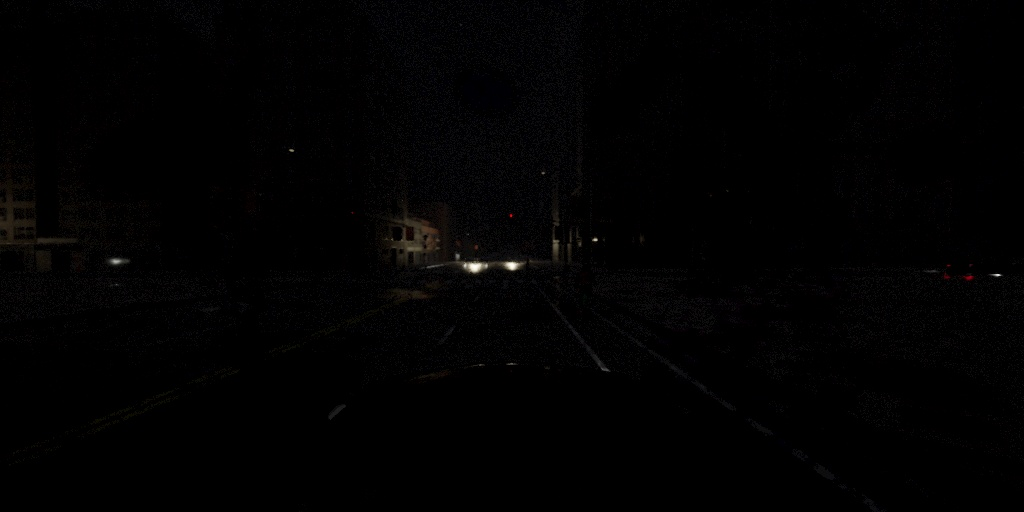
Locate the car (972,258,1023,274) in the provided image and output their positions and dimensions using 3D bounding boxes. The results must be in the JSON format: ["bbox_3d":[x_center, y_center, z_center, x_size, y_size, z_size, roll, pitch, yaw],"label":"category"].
[{"bbox_3d":[48.604,0.952,35.040,4.892,1.490,1.837,0,1,0],"label":"car"}]

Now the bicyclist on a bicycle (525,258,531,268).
[{"bbox_3d":[2.261,1.102,50.815,0.866,1.612,1.509,0,0,0],"label":"bicyclist on a bicycle"}]

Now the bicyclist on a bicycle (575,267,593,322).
[{"bbox_3d":[2.253,1.179,11.205,0.582,1.620,1.656,0,0,0],"label":"bicyclist on a bicycle"}]

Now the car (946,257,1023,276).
[{"bbox_3d":[42.004,0.884,31.983,4.553,1.767,2.097,0,1,0],"label":"car"}]
